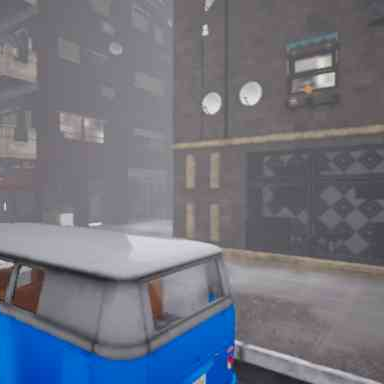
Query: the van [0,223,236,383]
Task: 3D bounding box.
[{"bbox_3d":[-1.474,1.321,3.756,3.998,1.788,1.690,0,0,35],"label":"van"}]
